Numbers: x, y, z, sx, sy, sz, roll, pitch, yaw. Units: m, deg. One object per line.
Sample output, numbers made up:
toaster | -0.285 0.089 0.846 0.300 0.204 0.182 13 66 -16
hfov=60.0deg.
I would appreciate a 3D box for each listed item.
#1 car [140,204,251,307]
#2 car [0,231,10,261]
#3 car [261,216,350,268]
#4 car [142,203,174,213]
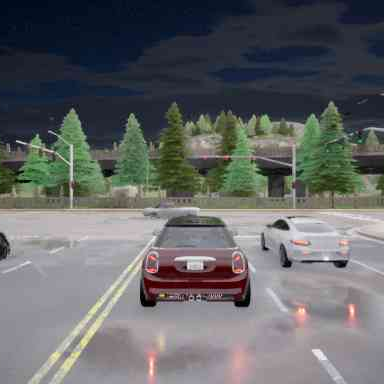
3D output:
car | 0.078 1.352 8.136 2.097 1.767 4.553 0 0 1
car | -7.090 1.564 9.440 1.994 1.385 4.181 0 0 0
car | 3.595 1.526 11.183 1.812 1.442 4.674 0 0 0
car | -1.696 1.571 27.614 4.718 1.301 1.895 0 0 1
